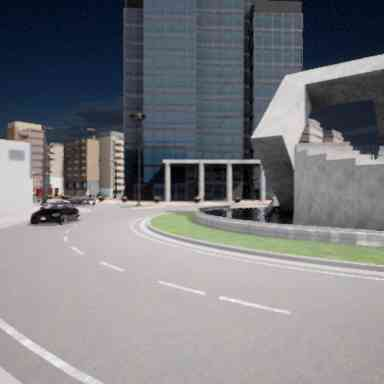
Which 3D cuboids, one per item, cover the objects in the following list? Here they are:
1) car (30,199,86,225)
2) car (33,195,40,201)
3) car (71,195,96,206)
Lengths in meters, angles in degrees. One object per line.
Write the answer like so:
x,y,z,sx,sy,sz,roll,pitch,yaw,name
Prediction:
-9.030,1.422,22.286,1.994,1.385,4.181,0,0,2,car
-27.196,1.205,55.941,4.181,1.385,1.994,0,0,39,car
-14.902,1.210,45.379,2.128,1.511,4.902,0,0,-45,car
